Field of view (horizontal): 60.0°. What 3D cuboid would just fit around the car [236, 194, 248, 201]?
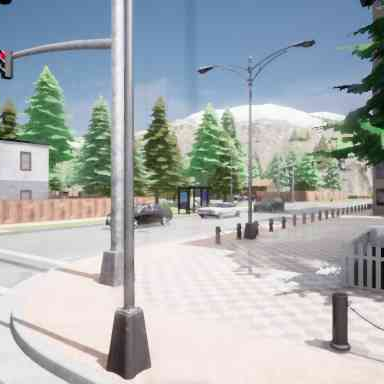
[{"bbox_3d":[12.935,1.144,77.994,1.932,1.855,4.605,0,0,36],"label":"car"}]

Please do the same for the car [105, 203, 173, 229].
[{"bbox_3d":[-3.267,1.476,21.264,2.128,1.511,4.902,0,0,37],"label":"car"}]

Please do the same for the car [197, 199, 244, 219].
[{"bbox_3d":[2.476,1.586,28.816,1.895,1.301,4.718,0,0,37],"label":"car"}]

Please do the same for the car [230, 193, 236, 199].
[{"bbox_3d":[10.671,1.146,79.154,1.905,1.878,3.866,0,0,36],"label":"car"}]

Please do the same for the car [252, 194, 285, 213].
[{"bbox_3d":[8.544,1.337,36.763,2.097,1.767,4.553,0,0,38],"label":"car"}]
